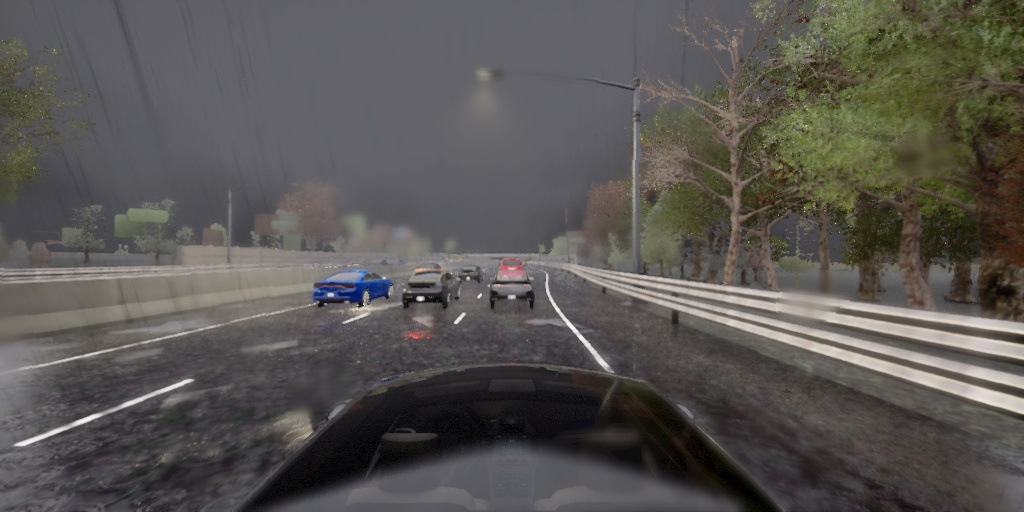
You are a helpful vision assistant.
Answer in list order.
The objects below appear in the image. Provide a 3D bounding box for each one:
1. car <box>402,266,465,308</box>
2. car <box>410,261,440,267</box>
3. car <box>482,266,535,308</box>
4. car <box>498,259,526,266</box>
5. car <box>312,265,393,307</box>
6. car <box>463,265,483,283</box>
[{"bbox_3d":[-3.497,1.395,16.155,1.837,1.490,4.892,0,0,0],"label":"car"},{"bbox_3d":[-7.003,1.385,30.920,2.097,1.767,4.553,0,-1,0],"label":"car"},{"bbox_3d":[0.002,1.380,16.147,2.128,1.511,4.902,0,0,0],"label":"car"},{"bbox_3d":[-0.003,1.251,30.864,2.150,2.045,5.566,0,0,0],"label":"car"},{"bbox_3d":[-6.996,1.367,16.329,1.882,1.535,5.008,0,0,0],"label":"car"},{"bbox_3d":[-3.500,1.545,31.161,1.837,1.490,4.892,0,0,0],"label":"car"}]
